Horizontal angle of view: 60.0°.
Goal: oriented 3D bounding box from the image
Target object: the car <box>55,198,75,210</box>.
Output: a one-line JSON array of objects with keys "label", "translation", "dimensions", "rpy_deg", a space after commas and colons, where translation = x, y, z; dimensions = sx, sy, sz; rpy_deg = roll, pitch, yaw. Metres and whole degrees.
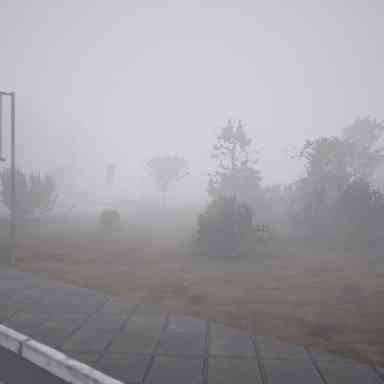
[{"label": "car", "translation": [-17.045, 1.482, 41.538], "dimensions": [2.128, 1.511, 4.902], "rpy_deg": [0, 0, 39]}]

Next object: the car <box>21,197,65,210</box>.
[{"label": "car", "translation": [-19.576, 1.481, 43.976], "dimensions": [2.128, 1.511, 4.902], "rpy_deg": [0, 0, 39]}]

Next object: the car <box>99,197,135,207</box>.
[{"label": "car", "translation": [-10.582, 1.469, 49.558], "dimensions": [2.033, 1.411, 5.357], "rpy_deg": [0, 1, 39]}]

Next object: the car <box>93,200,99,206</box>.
[{"label": "car", "translation": [-13.081, 1.518, 52.034], "dimensions": [1.895, 1.301, 4.718], "rpy_deg": [0, 1, 39]}]
